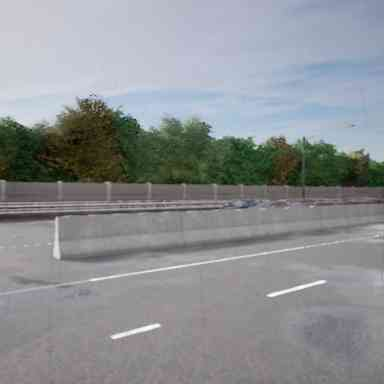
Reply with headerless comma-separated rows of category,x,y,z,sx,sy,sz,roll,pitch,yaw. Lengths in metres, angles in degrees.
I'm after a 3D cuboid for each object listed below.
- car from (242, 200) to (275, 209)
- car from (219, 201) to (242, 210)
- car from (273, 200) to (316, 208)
car,7.228,1.538,30.535,4.892,1.490,1.837,1,0,-35
car,5.213,1.571,33.396,5.357,1.411,2.033,0,0,-35
car,9.073,1.588,27.556,4.181,1.385,1.994,0,0,-35
